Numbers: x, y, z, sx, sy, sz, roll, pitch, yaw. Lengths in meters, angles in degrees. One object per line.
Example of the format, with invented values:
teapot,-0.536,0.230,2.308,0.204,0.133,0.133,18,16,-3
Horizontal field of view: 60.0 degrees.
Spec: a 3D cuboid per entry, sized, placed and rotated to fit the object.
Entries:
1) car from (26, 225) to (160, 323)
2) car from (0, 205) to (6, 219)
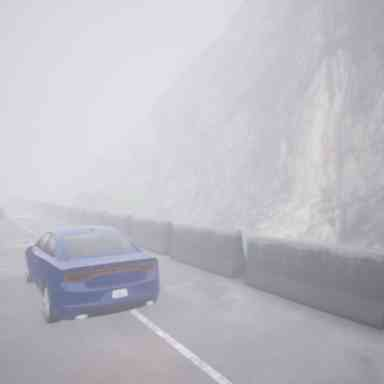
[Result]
car,-2.488,1.490,7.455,1.882,1.535,5.008,-1,0,-32
car,-16.959,1.569,28.160,1.994,1.385,4.181,-1,0,-32
